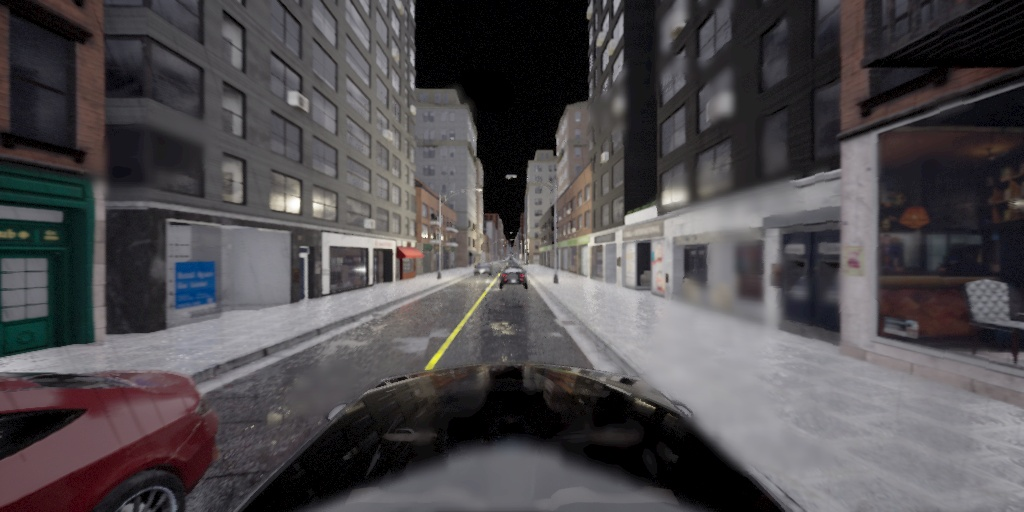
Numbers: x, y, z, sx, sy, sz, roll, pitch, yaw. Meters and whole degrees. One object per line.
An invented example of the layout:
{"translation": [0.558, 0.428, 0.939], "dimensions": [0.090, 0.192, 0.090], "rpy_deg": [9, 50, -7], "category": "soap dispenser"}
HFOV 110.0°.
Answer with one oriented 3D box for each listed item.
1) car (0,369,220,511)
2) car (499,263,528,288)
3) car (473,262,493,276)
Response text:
{"translation": [-3.100, 1.271, 0.815], "dimensions": [1.812, 1.442, 4.674], "rpy_deg": [0, 0, 0], "category": "car"}
{"translation": [0.085, 1.379, 24.425], "dimensions": [1.812, 1.442, 4.674], "rpy_deg": [0, 0, 0], "category": "car"}
{"translation": [-3.109, 1.410, 39.357], "dimensions": [2.128, 1.511, 4.902], "rpy_deg": [0, 0, 0], "category": "car"}
